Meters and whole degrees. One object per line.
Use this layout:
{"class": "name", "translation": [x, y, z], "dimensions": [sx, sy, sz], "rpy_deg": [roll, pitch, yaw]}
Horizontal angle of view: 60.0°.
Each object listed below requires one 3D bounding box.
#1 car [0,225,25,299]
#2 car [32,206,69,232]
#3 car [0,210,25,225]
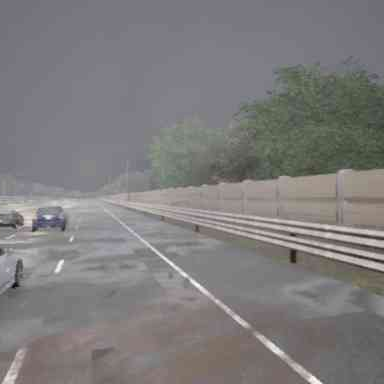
{"class": "car", "translation": [-4.757, 1.669, 6.655], "dimensions": [1.812, 1.442, 4.674], "rpy_deg": [-1, -1, -17]}
{"class": "car", "translation": [-9.975, 1.754, 23.725], "dimensions": [2.097, 1.767, 4.553], "rpy_deg": [-1, -1, -17]}
{"class": "car", "translation": [-14.155, 2.056, 25.442], "dimensions": [1.994, 1.385, 4.181], "rpy_deg": [-1, -1, -17]}
